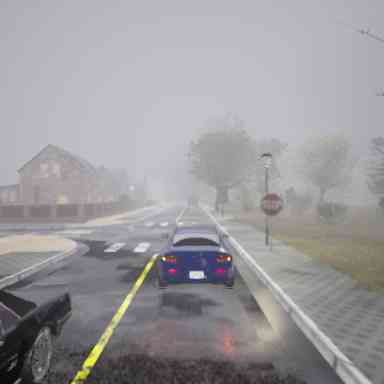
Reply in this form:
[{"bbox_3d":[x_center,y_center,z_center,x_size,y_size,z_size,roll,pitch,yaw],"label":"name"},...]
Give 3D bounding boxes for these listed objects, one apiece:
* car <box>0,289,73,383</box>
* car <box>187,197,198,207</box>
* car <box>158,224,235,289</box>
[{"bbox_3d":[-2.751,1.631,2.707,1.895,1.301,4.718,0,-1,1],"label":"car"},{"bbox_3d":[0.143,2.133,71.563,2.150,2.045,5.566,0,-1,0],"label":"car"},{"bbox_3d":[0.103,1.629,9.389,1.812,1.442,4.674,0,-1,0],"label":"car"}]
